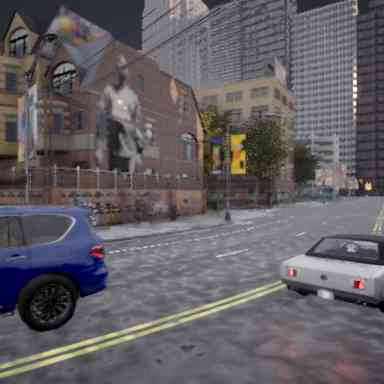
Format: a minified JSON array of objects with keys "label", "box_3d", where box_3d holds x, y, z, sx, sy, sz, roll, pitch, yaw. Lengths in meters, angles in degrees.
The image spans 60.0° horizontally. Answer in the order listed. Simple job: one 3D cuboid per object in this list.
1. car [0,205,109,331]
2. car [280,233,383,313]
[{"label":"car","box_3d":[-4.173,1.267,5.392,5.566,2.045,2.150,0,0,-37]},{"label":"car","box_3d":[4.067,1.624,7.750,4.718,1.301,1.895,0,0,-45]}]
